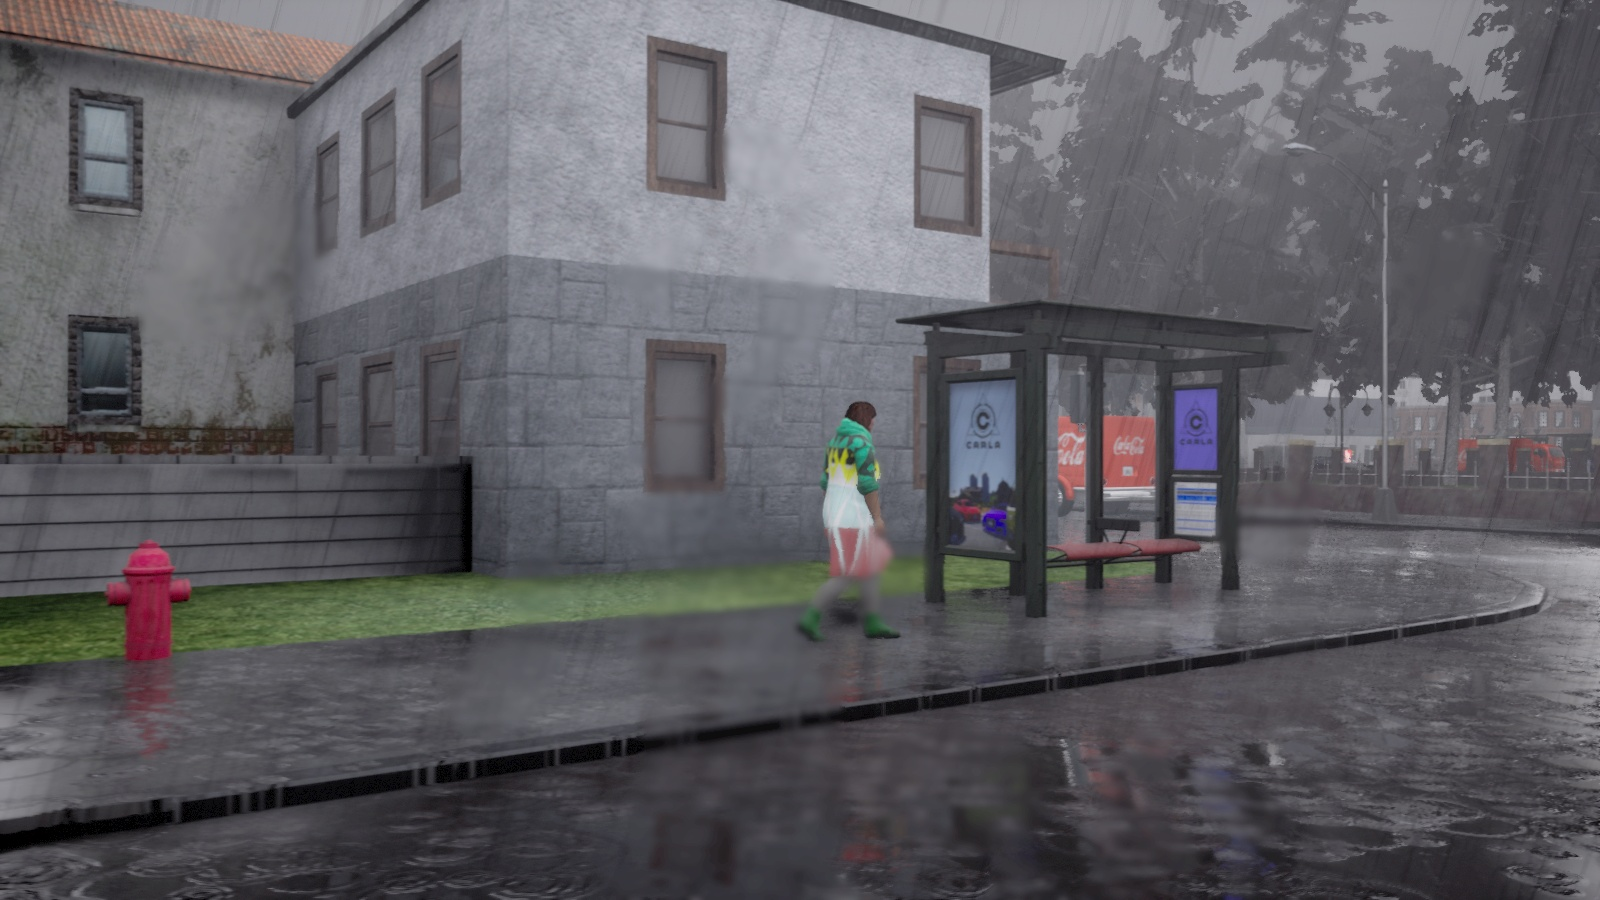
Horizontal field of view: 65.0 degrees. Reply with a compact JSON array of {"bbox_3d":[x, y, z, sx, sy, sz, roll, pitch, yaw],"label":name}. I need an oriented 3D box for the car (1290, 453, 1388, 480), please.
[{"bbox_3d":[31.776,0.944,74.143,2.128,1.511,4.902,0,0,-35],"label":"car"}]

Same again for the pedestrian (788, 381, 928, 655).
[{"bbox_3d":[0.425,0.487,9.404,0.873,1.952,0.659,0,0,-17],"label":"pedestrian"}]

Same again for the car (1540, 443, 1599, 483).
[{"bbox_3d":[42.394,0.672,66.052,2.150,2.045,5.566,0,0,-35],"label":"car"}]

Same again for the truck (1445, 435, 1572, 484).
[{"bbox_3d":[37.341,0.470,66.270,2.627,2.467,5.204,0,0,-35],"label":"truck"}]
